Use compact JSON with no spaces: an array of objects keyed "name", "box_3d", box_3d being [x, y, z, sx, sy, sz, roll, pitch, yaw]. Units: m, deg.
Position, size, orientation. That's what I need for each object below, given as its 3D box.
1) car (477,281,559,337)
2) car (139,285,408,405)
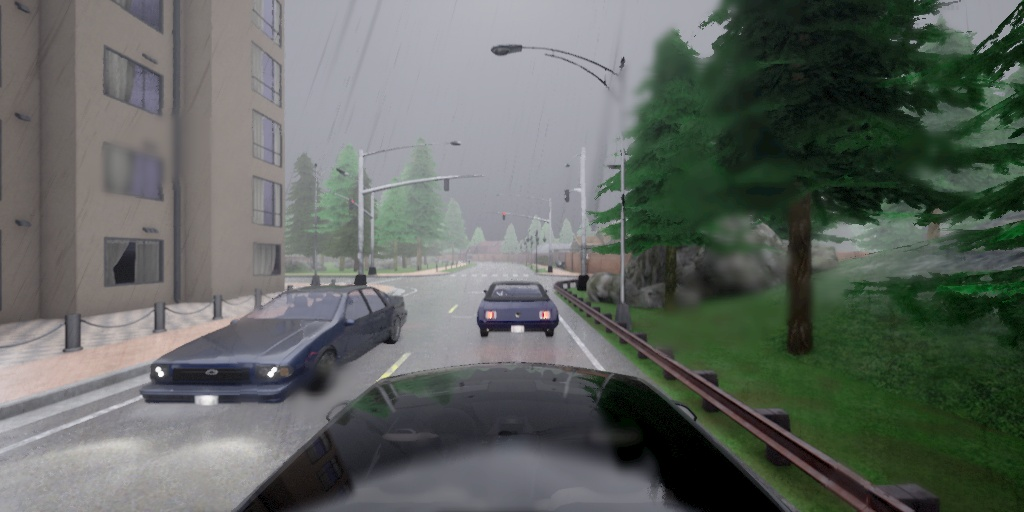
[{"name":"car","box_3d":[0.105,1.347,10.249,1.895,1.301,4.718,0,0,-1]},{"name":"car","box_3d":[-3.553,1.295,6.853,2.033,1.411,5.357,0,0,0]}]
